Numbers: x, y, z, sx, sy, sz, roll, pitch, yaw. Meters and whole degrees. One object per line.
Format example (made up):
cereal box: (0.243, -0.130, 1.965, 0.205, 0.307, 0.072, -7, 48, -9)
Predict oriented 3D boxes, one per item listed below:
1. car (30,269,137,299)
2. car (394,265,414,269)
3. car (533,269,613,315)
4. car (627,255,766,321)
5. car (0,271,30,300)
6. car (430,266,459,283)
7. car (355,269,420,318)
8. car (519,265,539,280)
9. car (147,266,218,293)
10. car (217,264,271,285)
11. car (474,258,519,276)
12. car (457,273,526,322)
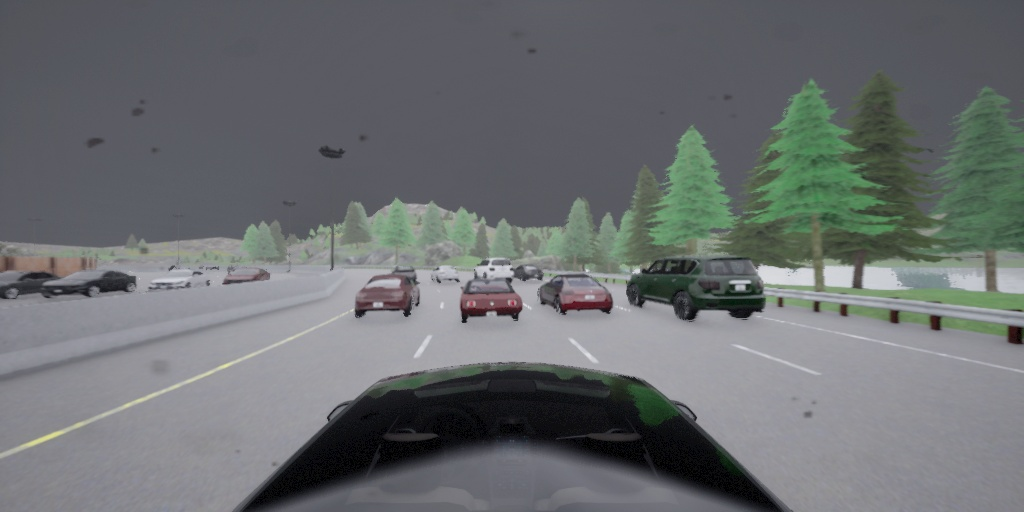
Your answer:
car: (-24.541, 1.574, 21.069, 1.882, 1.535, 5.008, 0, -1, -20)
car: (-9.074, 1.537, 30.019, 2.128, 1.511, 4.902, 0, -1, -21)
car: (2.353, 1.394, 14.227, 1.994, 1.385, 4.181, 0, 0, -9)
car: (6.152, 1.011, 12.813, 2.150, 2.045, 5.566, 0, 0, -7)
car: (-27.911, 1.621, 20.150, 1.837, 1.490, 4.892, 0, -1, -20)
car: (-5.880, 1.558, 31.419, 1.812, 1.442, 4.674, 0, -1, -21)
car: (-4.610, 1.407, 13.705, 1.812, 1.442, 4.674, 0, 0, -9)
car: (1.252, 1.508, 32.310, 1.812, 1.442, 4.674, 0, -1, -20)
car: (-21.806, 1.622, 23.780, 1.812, 1.442, 4.674, 0, -1, -21)
car: (-18.788, 1.565, 25.646, 1.882, 1.535, 5.008, 0, -1, -22)
car: (-1.586, 1.208, 30.047, 2.150, 2.045, 5.566, 0, -1, -19)
car: (-0.888, 1.445, 12.763, 1.895, 1.301, 4.718, 0, 0, -8)
